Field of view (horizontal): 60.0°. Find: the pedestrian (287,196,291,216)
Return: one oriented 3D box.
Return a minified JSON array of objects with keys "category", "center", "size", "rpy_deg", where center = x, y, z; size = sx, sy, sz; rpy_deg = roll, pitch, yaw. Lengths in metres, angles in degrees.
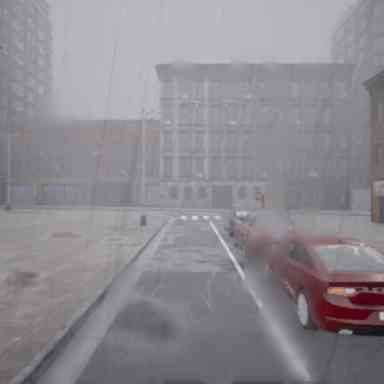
[{"category":"pedestrian","center":[8.010,1.227,27.645],"size":[0.375,1.860,0.375],"rpy_deg":[0,0,0]}]

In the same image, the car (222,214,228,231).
[{"category":"car","center":[2.644,1.533,17.723],"size":[2.008,1.369,4.403],"rpy_deg":[0,0,0]}]

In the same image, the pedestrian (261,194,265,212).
[{"category":"pedestrian","center":[6.010,1.110,28.246],"size":[0.375,1.860,0.375],"rpy_deg":[0,0,0]}]

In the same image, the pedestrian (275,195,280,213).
[{"category":"pedestrian","center":[7.010,1.152,27.045],"size":[0.375,1.860,0.375],"rpy_deg":[0,0,0]}]

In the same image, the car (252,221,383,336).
[{"category":"car","center":[2.644,1.537,6.716],"size":[1.887,1.381,4.507],"rpy_deg":[0,0,0]}]

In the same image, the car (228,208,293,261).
[{"category":"car","center":[2.645,1.427,12.219],"size":[1.967,1.590,4.097],"rpy_deg":[0,0,0]}]
